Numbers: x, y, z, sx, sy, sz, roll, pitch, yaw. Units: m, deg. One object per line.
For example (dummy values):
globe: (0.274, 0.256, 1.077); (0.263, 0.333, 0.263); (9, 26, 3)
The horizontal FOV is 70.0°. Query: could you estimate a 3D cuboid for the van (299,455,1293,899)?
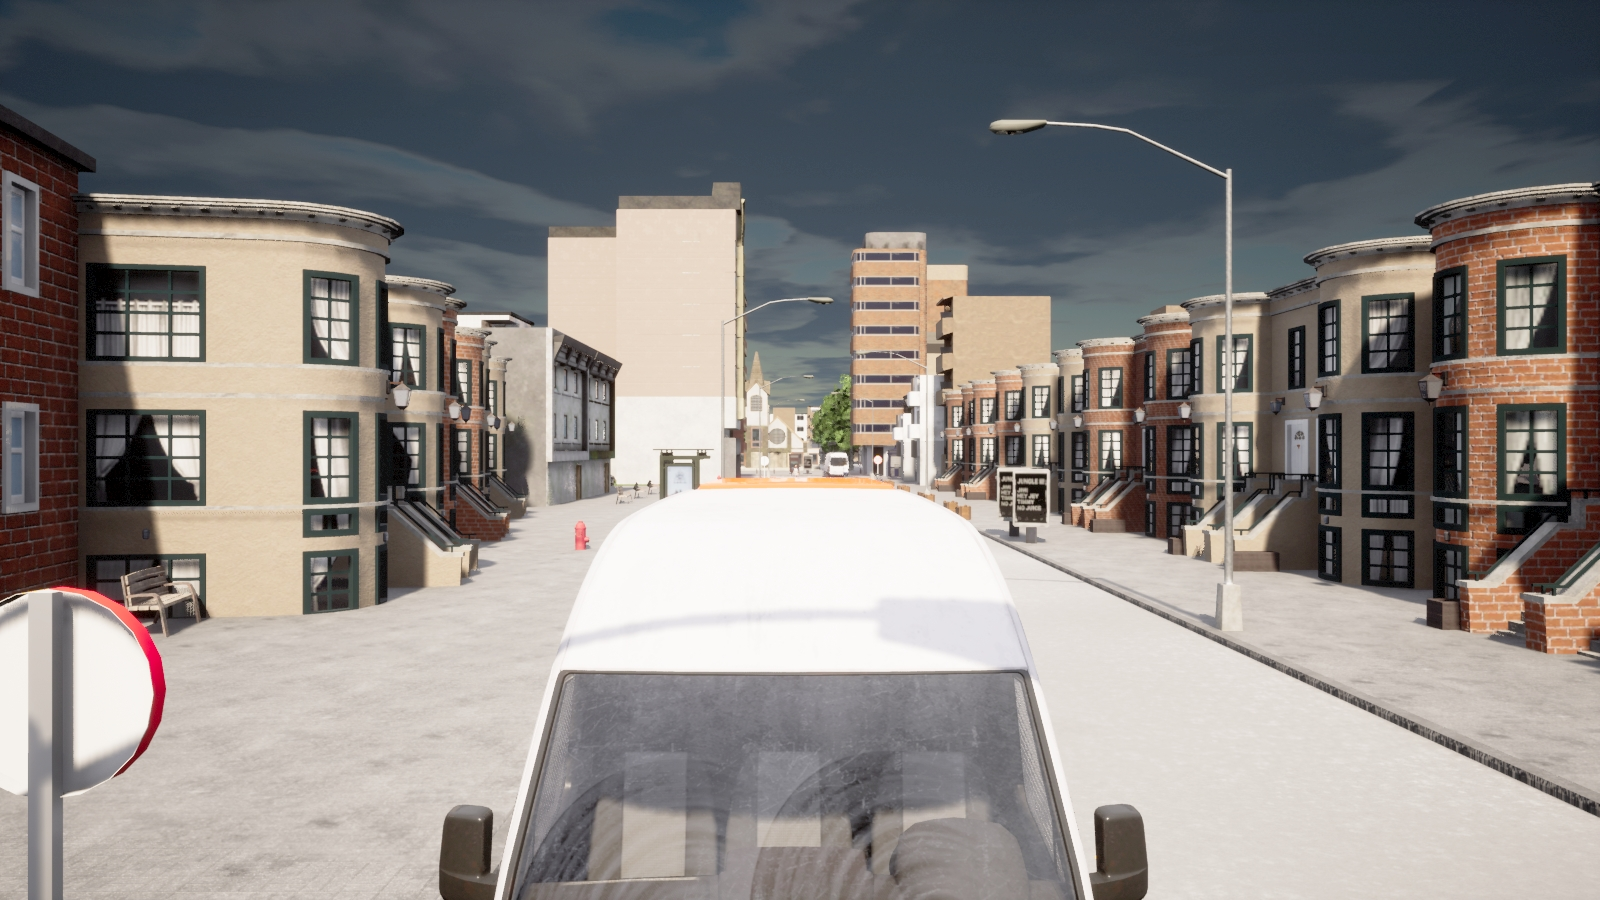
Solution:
van: (-0.019, 1.314, 5.243); (1.988, 2.561, 5.915); (0, 0, 0)
